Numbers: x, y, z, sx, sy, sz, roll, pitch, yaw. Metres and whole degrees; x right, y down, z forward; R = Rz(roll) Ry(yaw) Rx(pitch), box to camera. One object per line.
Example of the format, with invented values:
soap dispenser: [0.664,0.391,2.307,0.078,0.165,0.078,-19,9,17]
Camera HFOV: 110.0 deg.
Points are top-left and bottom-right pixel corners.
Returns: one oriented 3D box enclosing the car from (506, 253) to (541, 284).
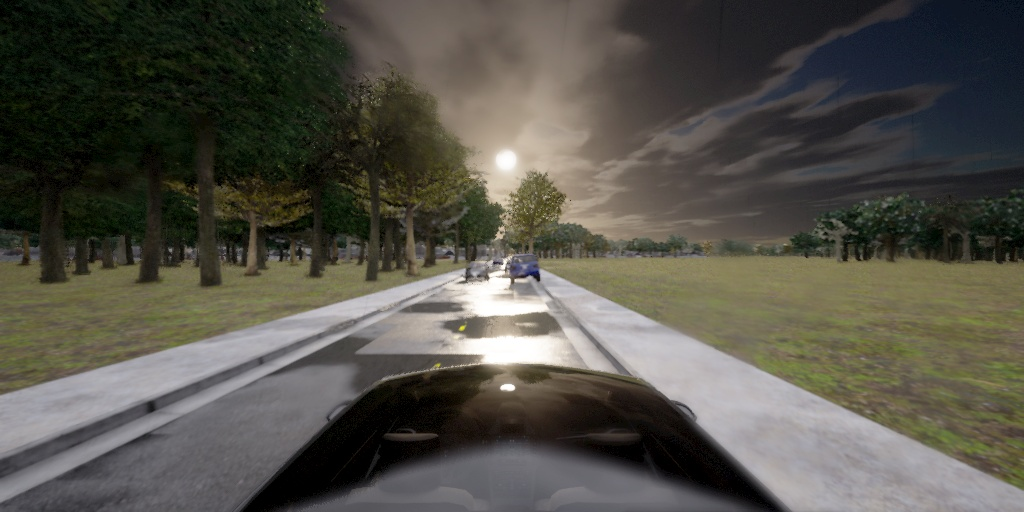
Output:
car: [0.877,0.883,27.018,2.150,2.045,5.566,-5,0,0]

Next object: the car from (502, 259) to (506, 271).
car: [0.028,1.327,47.101,1.895,1.301,4.718,0,0,0]

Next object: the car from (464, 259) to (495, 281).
car: [-2.839,1.226,30.158,2.128,1.511,4.902,0,0,0]
